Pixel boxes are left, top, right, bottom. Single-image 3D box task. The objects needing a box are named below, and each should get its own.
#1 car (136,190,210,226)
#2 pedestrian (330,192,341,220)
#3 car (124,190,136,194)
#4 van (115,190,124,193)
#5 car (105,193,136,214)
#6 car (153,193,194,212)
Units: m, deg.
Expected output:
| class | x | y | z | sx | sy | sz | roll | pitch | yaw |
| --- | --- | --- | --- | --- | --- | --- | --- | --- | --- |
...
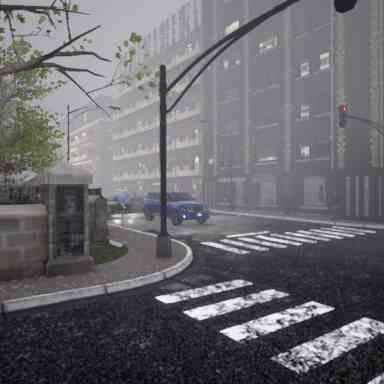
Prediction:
| class | x | y | z | sx | sy | sz | roll | pitch | yaw |
| --- | --- | --- | --- | --- | --- | --- | --- | --- | --- |
| car | -1.195 | 0.925 | 21.594 | 2.150 | 2.045 | 5.566 | 0 | 1 | -36 |
| pedestrian | 9.402 | 0.901 | 21.910 | 0.375 | 1.860 | 0.375 | 1 | -1 | -36 |
| car | -5.136 | 0.726 | 36.794 | 2.192 | 1.841 | 5.009 | 1 | 1 | -36 |
| van | -8.401 | 0.654 | 41.249 | 1.690 | 1.788 | 3.998 | 1 | 1 | -36 |
| car | -6.855 | 1.097 | 29.322 | 1.994 | 1.385 | 4.181 | 0 | 1 | -36 |
| car | -1.873 | 0.949 | 32.341 | 1.967 | 1.590 | 4.097 | 1 | 1 | -36 |
